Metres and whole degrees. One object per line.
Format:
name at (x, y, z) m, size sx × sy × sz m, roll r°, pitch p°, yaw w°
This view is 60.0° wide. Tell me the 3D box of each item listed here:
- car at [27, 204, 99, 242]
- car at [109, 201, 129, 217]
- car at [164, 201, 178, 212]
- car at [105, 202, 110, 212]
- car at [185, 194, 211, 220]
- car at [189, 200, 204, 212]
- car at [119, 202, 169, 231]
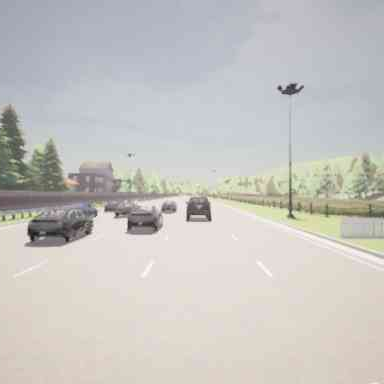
car at (-6.447, 1.578, 16.785) m, size 2.128 × 1.511 × 4.902 m, roll 0°, pitch 0°, yaw 0°
car at (-6.411, 1.736, 33.399) m, size 2.033 × 1.411 × 5.357 m, roll 0°, pitch 0°, yaw 0°
car at (-2.890, 1.800, 42.238) m, size 2.033 × 1.411 × 5.357 m, roll 0°, pitch 0°, yaw 0°
car at (-9.888, 1.802, 43.046) m, size 1.994 × 1.385 × 4.181 m, roll 0°, pitch 0°, yaw 0°
car at (0.582, 1.411, 30.058) m, size 2.150 × 2.045 × 5.566 m, roll 0°, pitch 0°, yaw 0°
car at (0.615, 1.845, 45.111) m, size 1.994 × 1.385 × 4.181 m, roll 0°, pitch 0°, yaw 0°
car at (-2.936, 1.617, 21.457) m, size 2.128 × 1.511 × 4.902 m, roll 0°, pitch 0°, yaw 0°
